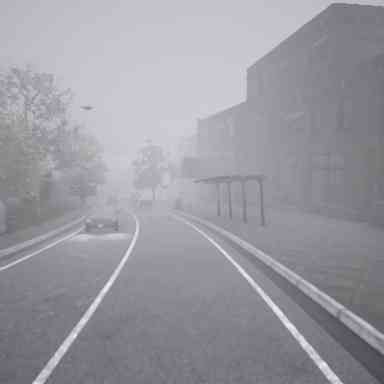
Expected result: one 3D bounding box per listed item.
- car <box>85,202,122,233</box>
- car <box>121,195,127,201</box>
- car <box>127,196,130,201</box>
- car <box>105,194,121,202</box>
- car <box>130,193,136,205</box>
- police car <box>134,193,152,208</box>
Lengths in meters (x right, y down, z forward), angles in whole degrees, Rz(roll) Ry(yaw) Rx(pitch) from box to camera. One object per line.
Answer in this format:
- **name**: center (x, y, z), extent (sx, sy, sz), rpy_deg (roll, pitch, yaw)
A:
- **car**: center (-5.324, 1.568, 20.435), extent (1.812, 1.442, 4.674), rpy_deg (-1, 0, -9)
- **car**: center (-16.554, 1.652, 83.782), extent (1.895, 1.301, 4.718), rpy_deg (-2, 0, -14)
- **car**: center (-11.066, 1.286, 65.749), extent (2.150, 2.045, 5.566), rpy_deg (-2, 0, -14)
- **car**: center (-14.525, 1.392, 60.717), extent (2.150, 2.045, 5.566), rpy_deg (-2, 0, -13)
- **car**: center (-9.594, 1.521, 59.878), extent (1.882, 1.535, 5.008), rpy_deg (-2, 0, -14)
- **police car**: center (-7.190, 1.437, 50.235), extent (1.930, 1.638, 5.238), rpy_deg (-2, 0, -14)
